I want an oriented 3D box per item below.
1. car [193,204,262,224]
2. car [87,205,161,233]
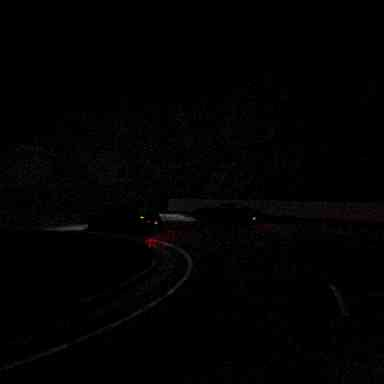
[{"bbox_3d":[2.331,1.452,23.146,4.718,1.301,1.895,0,0,40],"label":"car"},{"bbox_3d":[-3.905,1.459,18.970,4.674,1.442,1.812,0,0,32],"label":"car"}]
